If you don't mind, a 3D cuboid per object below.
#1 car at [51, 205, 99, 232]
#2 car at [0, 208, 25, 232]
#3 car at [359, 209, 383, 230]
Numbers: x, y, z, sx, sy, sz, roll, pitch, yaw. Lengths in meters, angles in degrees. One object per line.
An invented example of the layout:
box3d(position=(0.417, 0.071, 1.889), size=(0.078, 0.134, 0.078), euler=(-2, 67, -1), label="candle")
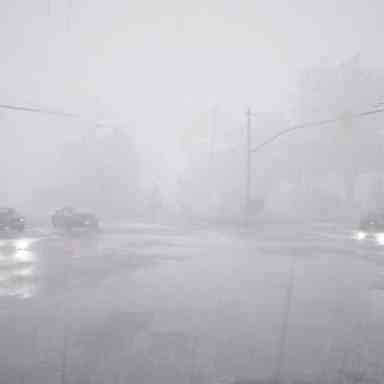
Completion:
box3d(position=(-7.213, 1.547, 20.441), size=(1.812, 1.442, 4.674), euler=(1, 0, -37), label="car")
box3d(position=(-11.163, 1.607, 19.454), size=(1.895, 1.301, 4.718), euler=(0, 0, -37), label="car")
box3d(position=(12.751, 1.821, 21.718), size=(4.181, 1.385, 1.994), euler=(2, -1, -36), label="car")
